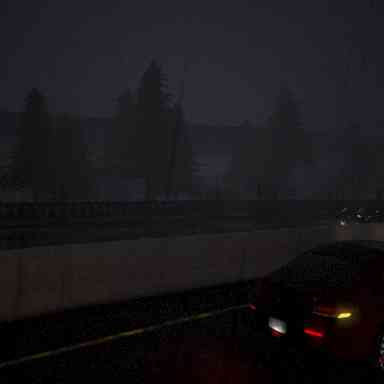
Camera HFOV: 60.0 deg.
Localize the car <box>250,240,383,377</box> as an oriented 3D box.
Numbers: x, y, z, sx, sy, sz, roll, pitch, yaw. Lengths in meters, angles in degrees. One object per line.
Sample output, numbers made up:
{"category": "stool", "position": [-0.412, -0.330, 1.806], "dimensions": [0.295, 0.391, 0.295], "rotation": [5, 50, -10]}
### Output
{"category": "car", "position": [3.045, 1.538, 5.486], "dimensions": [4.674, 1.442, 1.812], "rotation": [0, 0, -32]}
